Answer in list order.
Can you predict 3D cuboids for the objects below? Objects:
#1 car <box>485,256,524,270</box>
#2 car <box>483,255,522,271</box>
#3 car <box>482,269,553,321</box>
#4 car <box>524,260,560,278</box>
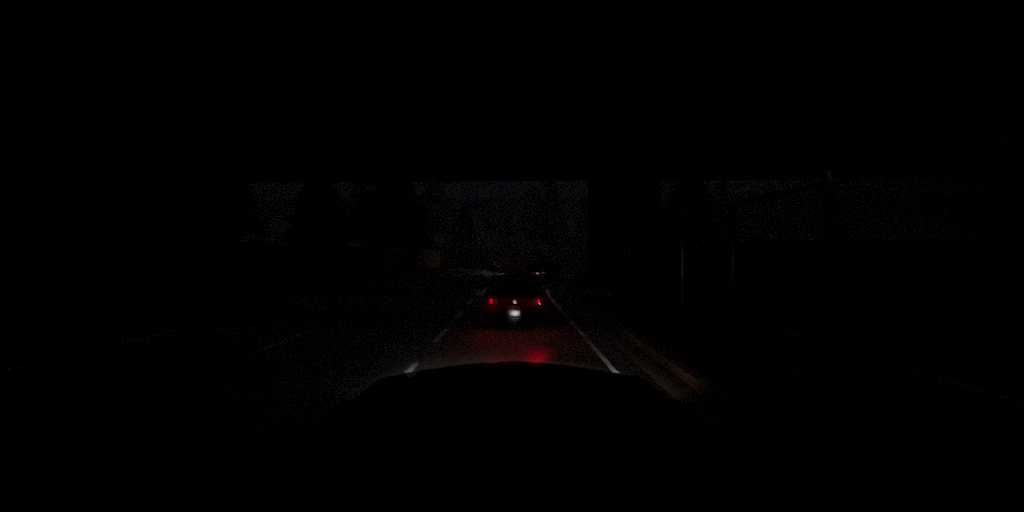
[{"bbox_3d":[-0.518,0.982,39.333,1.882,1.535,5.008,0,0,39],"label":"car"},{"bbox_3d":[-1.158,0.826,44.054,4.553,1.767,2.097,0,1,-43],"label":"car"},{"bbox_3d":[0.123,1.283,12.154,1.895,1.301,4.718,0,0,1],"label":"car"},{"bbox_3d":[2.705,1.074,29.479,1.837,1.490,4.892,0,0,18],"label":"car"}]
